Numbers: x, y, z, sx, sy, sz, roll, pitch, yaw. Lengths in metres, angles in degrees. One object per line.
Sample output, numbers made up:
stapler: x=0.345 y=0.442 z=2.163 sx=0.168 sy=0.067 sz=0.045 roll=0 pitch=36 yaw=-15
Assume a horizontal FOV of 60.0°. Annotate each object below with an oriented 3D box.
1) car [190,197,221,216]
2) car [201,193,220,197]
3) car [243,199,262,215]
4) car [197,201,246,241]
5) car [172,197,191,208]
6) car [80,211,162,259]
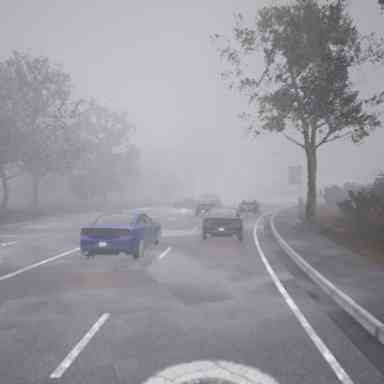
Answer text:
car: x=1.655 y=1.482 z=32.232 sx=1.837 sy=1.490 sz=4.892 roll=0 pitch=0 yaw=17
car: x=2.323 y=1.183 z=45.291 sx=2.150 sy=2.045 sz=5.566 roll=0 pitch=0 yaw=22
car: x=6.074 y=1.491 z=34.592 sx=2.128 sy=1.511 sz=4.902 roll=0 pitch=0 yaw=18
car: x=1.675 y=1.471 z=16.955 sx=1.882 sy=1.535 sz=5.008 roll=0 pitch=0 yaw=9
car: x=-1.082 y=1.444 z=46.154 sx=1.837 sy=1.490 sz=4.892 roll=0 pitch=0 yaw=22
car: x=-2.474 y=1.457 z=12.707 sx=1.882 sy=1.535 sz=5.008 roll=0 pitch=0 yaw=6
